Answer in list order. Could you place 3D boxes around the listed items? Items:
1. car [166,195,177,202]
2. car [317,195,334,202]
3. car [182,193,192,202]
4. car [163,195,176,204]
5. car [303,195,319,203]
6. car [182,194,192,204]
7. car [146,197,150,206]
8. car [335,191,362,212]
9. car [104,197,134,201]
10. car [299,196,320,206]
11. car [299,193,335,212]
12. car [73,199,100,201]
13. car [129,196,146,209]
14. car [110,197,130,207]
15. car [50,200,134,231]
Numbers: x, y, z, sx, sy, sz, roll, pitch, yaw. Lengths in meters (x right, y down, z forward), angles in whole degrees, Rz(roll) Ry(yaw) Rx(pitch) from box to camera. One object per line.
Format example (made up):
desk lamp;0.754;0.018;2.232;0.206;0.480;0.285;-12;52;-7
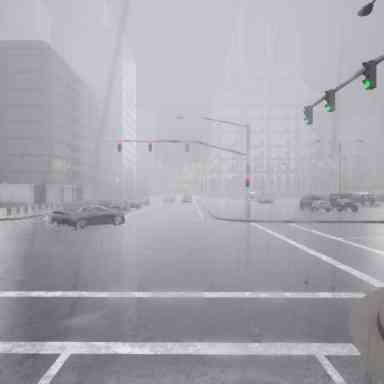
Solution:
car;-4.623;1.351;74.402;2.128;1.511;4.902;0;0;0
car;27.341;1.364;68.293;1.784;1.438;3.905;0;0;0
car;-1.122;1.181;74.394;2.097;1.767;4.553;0;0;0
car;-4.569;1.564;65.564;1.994;1.385;4.181;0;0;0
car;24.446;1.395;68.286;1.970;1.475;3.806;0;0;0
car;-1.070;1.601;65.665;1.895;1.301;4.718;0;0;0
car;-8.096;1.491;55.316;2.128;1.511;4.902;0;0;0
car;16.053;1.156;35.696;1.905;1.878;3.866;0;0;0
car;-7.996;1.564;36.730;1.994;1.385;4.181;0;0;0
car;18.716;1.395;53.170;1.970;1.475;3.806;0;0;0
car;13.159;1.153;35.744;1.932;1.855;4.605;0;0;0
car;-11.481;1.492;34.135;2.128;1.511;4.902;0;0;0
car;-8.047;1.352;45.432;2.097;1.767;4.553;0;0;0
car;-11.592;1.547;53.943;2.033;1.411;5.357;0;0;0
car;-6.313;1.491;20.660;2.128;1.511;4.902;1;0;34
